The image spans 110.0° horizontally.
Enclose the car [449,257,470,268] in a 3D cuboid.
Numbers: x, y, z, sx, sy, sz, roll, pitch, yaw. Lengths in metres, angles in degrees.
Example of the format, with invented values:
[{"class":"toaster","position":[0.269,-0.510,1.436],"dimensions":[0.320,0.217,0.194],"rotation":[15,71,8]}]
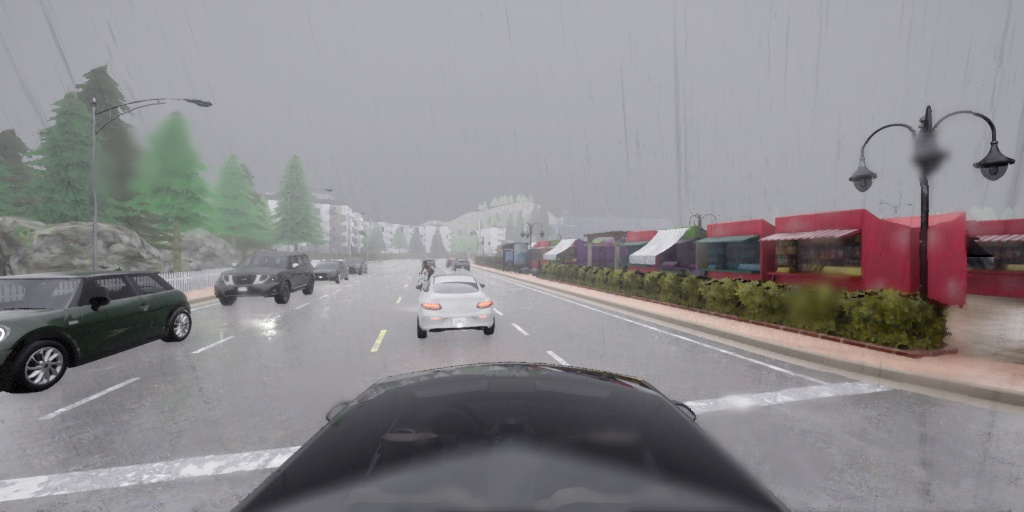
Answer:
[{"class":"car","position":[-6.079,0.967,42.357],"dimensions":[1.837,1.490,4.892],"rotation":[0,0,-14]}]

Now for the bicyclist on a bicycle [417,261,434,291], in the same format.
[{"class":"bicyclist on a bicycle","position":[-4.683,1.079,19.768],"dimensions":[0.582,1.620,1.656],"rotation":[0,1,24]}]

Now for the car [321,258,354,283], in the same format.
[{"class":"car","position":[-12.852,1.089,25.352],"dimensions":[1.837,1.490,4.892],"rotation":[0,0,-14]}]

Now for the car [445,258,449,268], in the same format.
[{"class":"car","position":[-8.441,0.873,51.392],"dimensions":[1.882,1.535,5.008],"rotation":[0,0,-14]}]

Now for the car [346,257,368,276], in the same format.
[{"class":"car","position":[-14.828,0.880,33.315],"dimensions":[2.097,1.767,4.553],"rotation":[0,0,-14]}]

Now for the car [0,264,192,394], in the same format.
[{"class":"car","position":[-8.133,1.076,6.352],"dimensions":[2.097,1.767,4.553],"rotation":[0,0,-13]}]

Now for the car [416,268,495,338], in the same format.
[{"class":"car","position":[-1.660,1.224,9.975],"dimensions":[1.812,1.442,4.674],"rotation":[0,0,-13]}]

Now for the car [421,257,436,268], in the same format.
[{"class":"car","position":[-11.830,0.904,50.835],"dimensions":[1.837,1.490,4.892],"rotation":[0,0,-14]}]

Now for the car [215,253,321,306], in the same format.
[{"class":"car","position":[-10.458,0.876,15.755],"dimensions":[2.150,2.045,5.566],"rotation":[0,0,-14]}]
